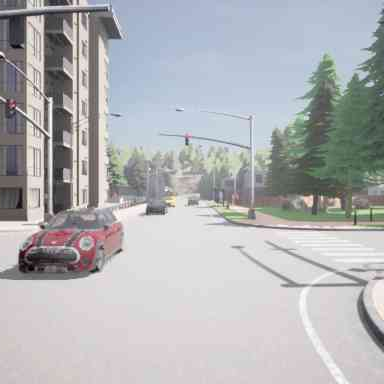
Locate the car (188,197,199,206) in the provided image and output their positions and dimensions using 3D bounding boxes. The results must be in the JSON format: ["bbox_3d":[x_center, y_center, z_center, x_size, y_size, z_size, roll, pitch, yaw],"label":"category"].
[{"bbox_3d":[0.196,1.547,55.737,2.033,1.411,5.357,0,0,0],"label":"car"}]

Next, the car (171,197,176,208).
[{"bbox_3d":[-3.412,1.478,48.705,1.882,1.535,5.008,0,0,0],"label":"car"}]

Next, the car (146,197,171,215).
[{"bbox_3d":[-3.483,1.478,33.555,1.882,1.535,5.008,0,0,0],"label":"car"}]

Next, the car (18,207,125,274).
[{"bbox_3d":[-3.566,1.354,10.660,2.097,1.767,4.553,0,0,0],"label":"car"}]
